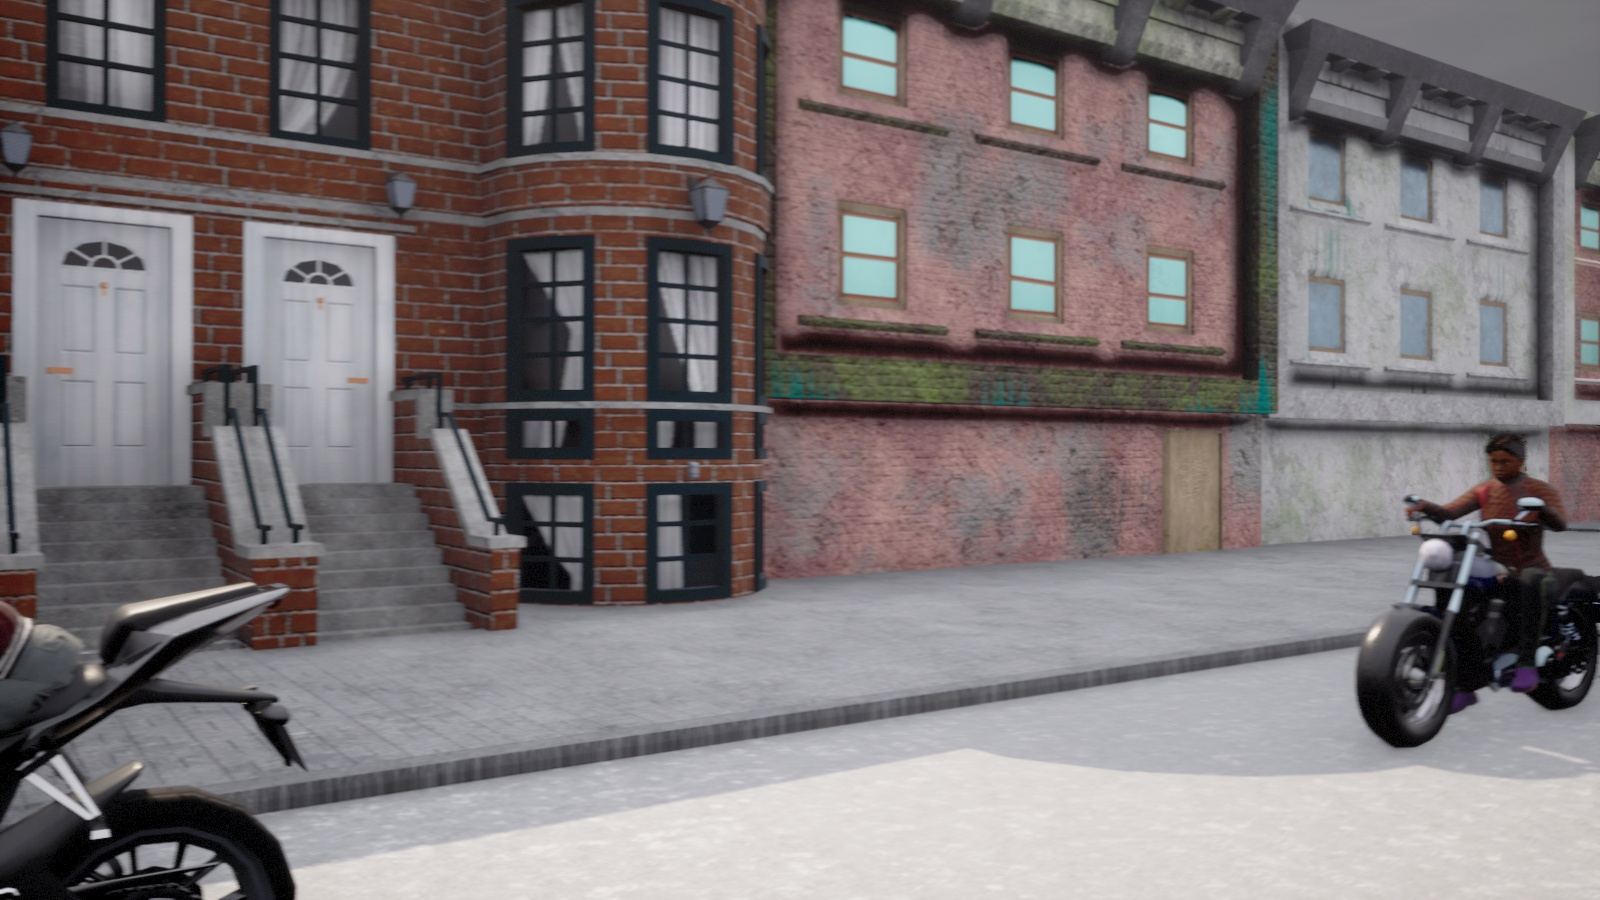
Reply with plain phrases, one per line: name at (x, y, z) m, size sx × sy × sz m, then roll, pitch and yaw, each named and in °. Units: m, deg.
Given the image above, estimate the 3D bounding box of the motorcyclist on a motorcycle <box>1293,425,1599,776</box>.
motorcyclist on a motorcycle at (3.750, 0.704, 6.880) m, size 2.350 × 1.649 × 0.766 m, roll 0°, pitch 0°, yaw -35°

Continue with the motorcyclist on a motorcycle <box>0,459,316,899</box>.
motorcyclist on a motorcycle at (-2.282, 0.791, 2.677) m, size 2.191 × 1.530 × 0.866 m, roll 0°, pitch 0°, yaw -35°
